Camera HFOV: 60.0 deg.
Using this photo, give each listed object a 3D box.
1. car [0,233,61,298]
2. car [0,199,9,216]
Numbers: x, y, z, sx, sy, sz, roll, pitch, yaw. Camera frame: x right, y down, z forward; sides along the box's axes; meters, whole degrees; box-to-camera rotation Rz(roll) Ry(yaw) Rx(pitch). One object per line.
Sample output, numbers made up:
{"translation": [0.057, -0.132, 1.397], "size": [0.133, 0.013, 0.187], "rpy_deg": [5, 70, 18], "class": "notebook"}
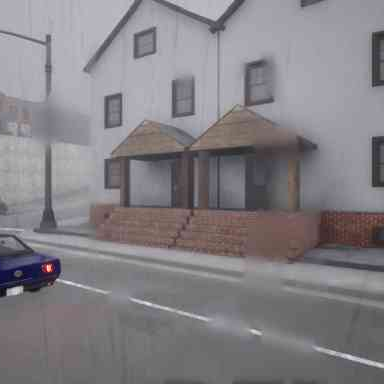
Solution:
{"translation": [-5.160, 1.600, 7.646], "size": [4.718, 1.301, 1.895], "rpy_deg": [0, 0, 36], "class": "car"}
{"translation": [-16.929, 1.153, 25.752], "size": [2.097, 1.767, 4.553], "rpy_deg": [0, 4, 36], "class": "car"}
